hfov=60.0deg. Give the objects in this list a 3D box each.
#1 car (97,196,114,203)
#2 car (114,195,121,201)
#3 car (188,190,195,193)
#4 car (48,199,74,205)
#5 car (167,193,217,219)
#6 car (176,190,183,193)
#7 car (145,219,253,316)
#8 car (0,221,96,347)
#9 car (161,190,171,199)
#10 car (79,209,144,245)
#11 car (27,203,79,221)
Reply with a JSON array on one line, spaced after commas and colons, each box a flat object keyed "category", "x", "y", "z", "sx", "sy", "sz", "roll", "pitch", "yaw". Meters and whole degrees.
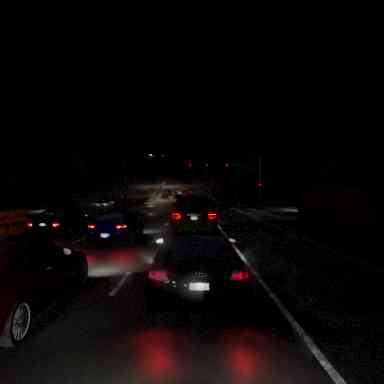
[{"category": "car", "x": -17.536, "y": 1.506, "z": 66.564, "sx": 1.837, "sy": 1.490, "sz": 4.892, "roll": 0, "pitch": 0, "yaw": 0}, {"category": "car", "x": -17.582, "y": 1.486, "z": 76.949, "sx": 2.033, "sy": 1.411, "sz": 5.357, "roll": 0, "pitch": 1, "yaw": 0}, {"category": "car", "x": -0.145, "y": 1.000, "z": 87.522, "sx": 1.882, "sy": 1.535, "sz": 5.008, "roll": 0, "pitch": 3, "yaw": 0}, {"category": "car", "x": -17.618, "y": 1.601, "z": 44.903, "sx": 1.895, "sy": 1.301, "sz": 4.718, "roll": 0, "pitch": 0, "yaw": 0}, {"category": "car", "x": 0.093, "y": 1.221, "z": 17.016, "sx": 2.150, "sy": 2.045, "sz": 5.566, "roll": 0, "pitch": 0, "yaw": 0}, {"category": "car", "x": -3.642, "y": 1.070, "z": 87.113, "sx": 1.812, "sy": 1.442, "sz": 4.674, "roll": 0, "pitch": 3, "yaw": 0}, {"category": "car", "x": 0.103, "y": 1.564, "z": 7.612, "sx": 1.994, "sy": 1.385, "sz": 4.181, "roll": 0, "pitch": 0, "yaw": -1}, {"category": "car", "x": -3.408, "y": 1.526, "z": 6.170, "sx": 1.812, "sy": 1.442, "sz": 4.674, "roll": 0, "pitch": 0, "yaw": 0}, {"category": "car", "x": -7.142, "y": 1.070, "z": 87.093, "sx": 1.812, "sy": 1.442, "sz": 4.674, "roll": 0, "pitch": 3, "yaw": 0}, {"category": "car", "x": -3.407, "y": 1.526, "z": 15.299, "sx": 1.812, "sy": 1.442, "sz": 4.674, "roll": 0, "pitch": 0, "yaw": 0}, {"category": "car", "x": -6.898, "y": 1.547, "z": 17.751, "sx": 2.033, "sy": 1.411, "sz": 5.357, "roll": 0, "pitch": 0, "yaw": -1}]
